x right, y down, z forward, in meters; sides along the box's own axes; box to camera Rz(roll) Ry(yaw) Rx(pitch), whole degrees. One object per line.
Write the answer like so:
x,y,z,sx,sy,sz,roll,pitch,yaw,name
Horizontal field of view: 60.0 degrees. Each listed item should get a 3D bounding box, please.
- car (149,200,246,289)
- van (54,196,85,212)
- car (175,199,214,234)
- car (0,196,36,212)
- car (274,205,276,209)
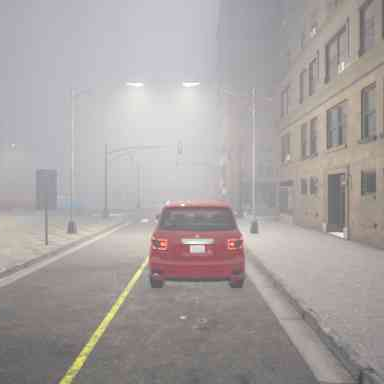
0.120,1.226,9.336,2.150,2.045,5.566,0,0,0,car
-14.634,1.405,38.981,3.998,1.788,1.690,0,0,-1,van
0.146,1.362,19.946,2.097,1.767,4.553,0,0,0,car
-20.274,1.378,38.908,5.009,1.841,2.192,0,0,-1,car
12.210,1.545,39.325,4.829,1.417,1.752,0,0,-1,car
